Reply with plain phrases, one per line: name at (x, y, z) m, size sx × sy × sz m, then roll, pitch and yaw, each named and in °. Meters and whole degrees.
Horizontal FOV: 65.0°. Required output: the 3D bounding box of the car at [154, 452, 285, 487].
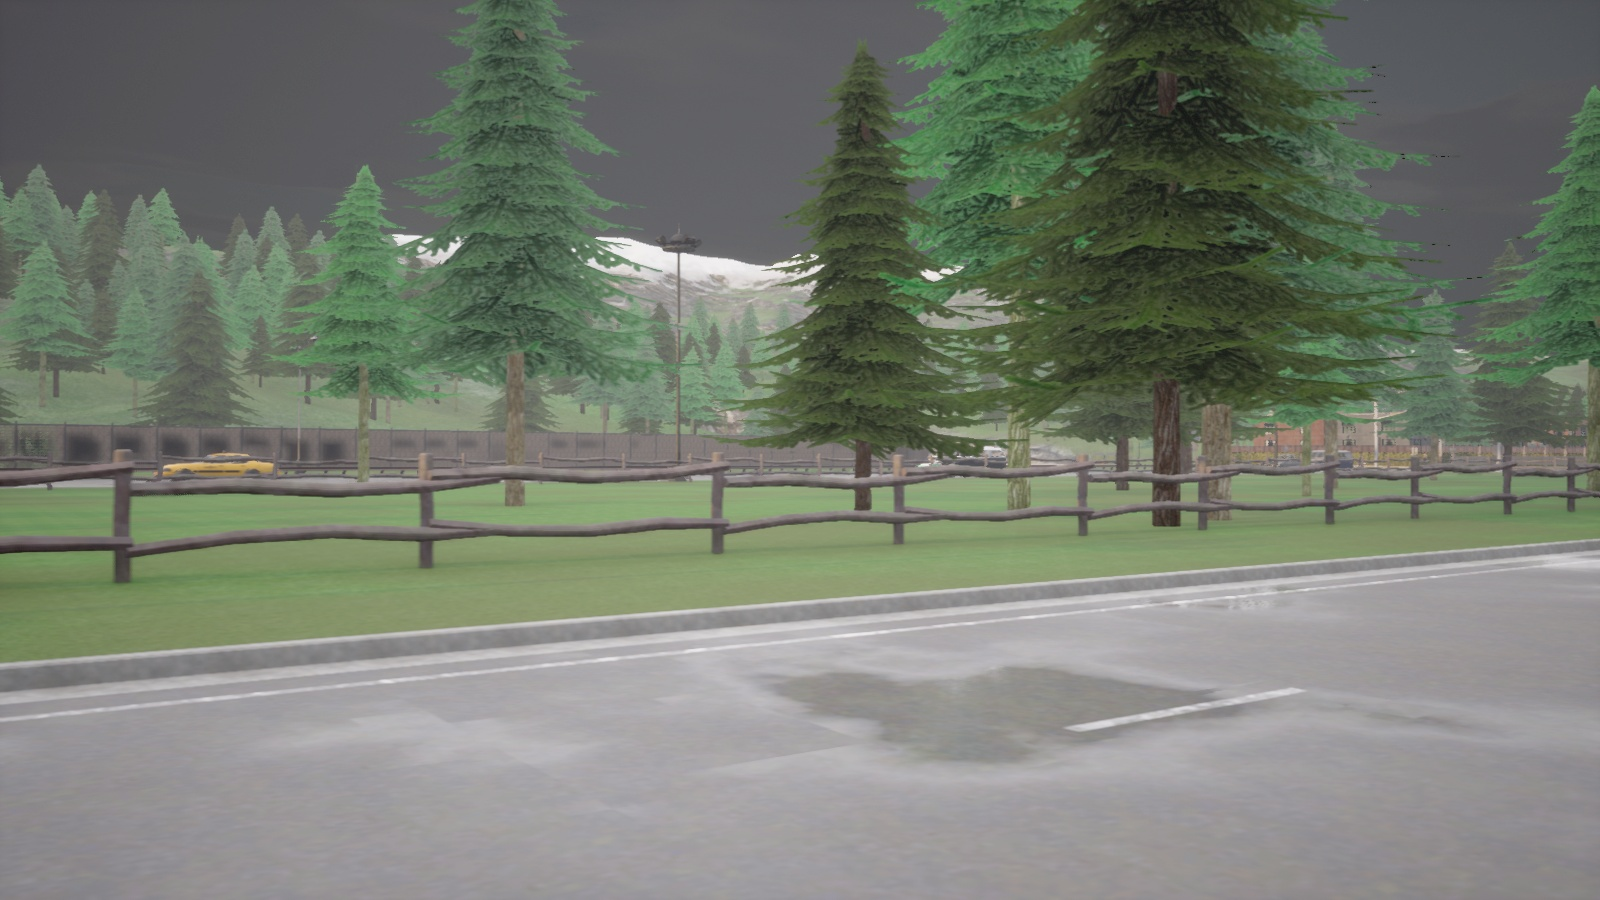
car at (-27.208, 0.902, 58.942) m, size 5.366 × 1.575 × 1.801 m, roll 0°, pitch 0°, yaw -34°

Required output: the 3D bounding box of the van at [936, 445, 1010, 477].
van at (11.240, 0.736, 81.470) m, size 4.480 × 2.038 × 2.069 m, roll 1°, pitch -1°, yaw -32°
